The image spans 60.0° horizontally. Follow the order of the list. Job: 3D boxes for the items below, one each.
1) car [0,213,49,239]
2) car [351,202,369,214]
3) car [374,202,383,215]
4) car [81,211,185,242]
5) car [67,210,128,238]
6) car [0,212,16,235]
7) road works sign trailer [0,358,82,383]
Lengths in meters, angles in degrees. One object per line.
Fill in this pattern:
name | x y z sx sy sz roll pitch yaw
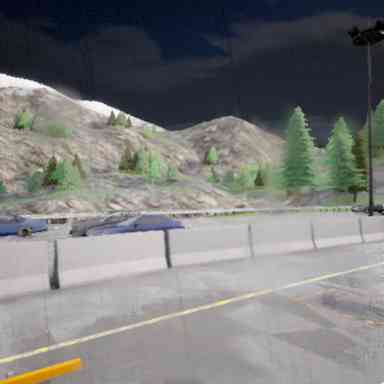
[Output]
car | -10.793 1.888 18.214 5.357 1.411 2.033 0 -1 -37
car | 22.147 1.950 41.549 4.902 1.511 2.128 0 -1 -23
car | 23.958 1.949 38.573 5.357 1.411 2.033 0 -1 -24
car | -2.474 1.773 15.590 4.674 1.442 1.812 0 -1 -35
car | -4.355 1.794 18.542 4.902 1.511 2.128 0 -1 -35
car | -13.608 1.993 20.446 4.718 1.301 1.895 0 -1 -37
road works sign trailer | -2.356 0.525 2.726 2.880 3.560 2.380 0 -1 -36
